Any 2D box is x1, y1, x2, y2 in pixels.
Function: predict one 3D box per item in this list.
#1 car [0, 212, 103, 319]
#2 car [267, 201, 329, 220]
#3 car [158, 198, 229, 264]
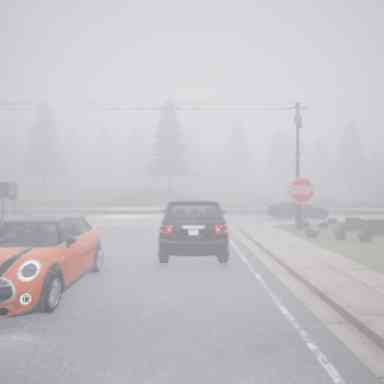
[{"bbox_3d":[-3.586,1.347,7.615,2.097,1.767,4.553,0,0,0],"label":"car"},{"bbox_3d":[8.591,1.489,26.878,4.892,1.490,1.837,0,-2,-4],"label":"car"},{"bbox_3d":[0.062,1.215,11.965,2.150,2.045,5.566,0,0,0],"label":"car"}]
